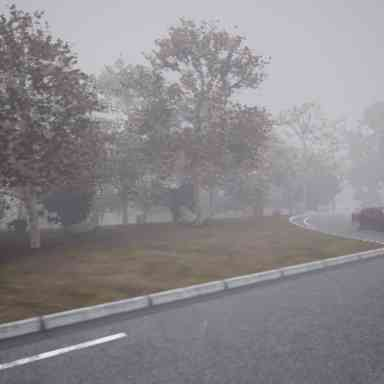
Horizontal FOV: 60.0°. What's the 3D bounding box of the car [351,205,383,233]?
[{"bbox_3d":[10.544,1.510,17.879,1.882,1.535,5.008,0,0,-4],"label":"car"}]
